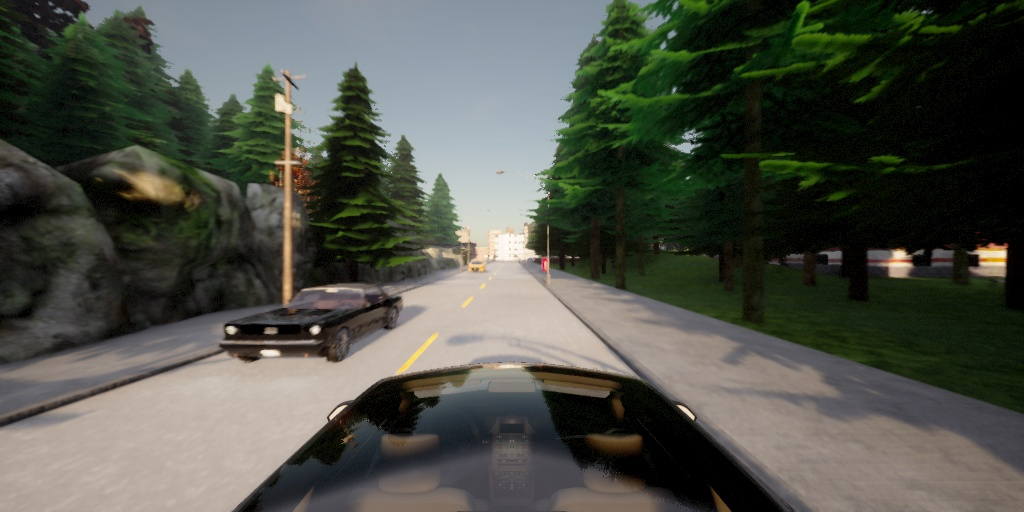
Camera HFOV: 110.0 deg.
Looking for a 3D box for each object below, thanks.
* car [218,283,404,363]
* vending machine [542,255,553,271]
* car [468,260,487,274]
[{"bbox_3d":[-4.097,1.350,8.302,1.895,1.301,4.718,0,0,0],"label":"car"},{"bbox_3d":[4.305,1.168,45.803,1.100,2.100,0.880,0,0,0],"label":"vending machine"},{"bbox_3d":[-4.066,1.228,42.266,1.882,1.535,5.008,0,0,0],"label":"car"}]
